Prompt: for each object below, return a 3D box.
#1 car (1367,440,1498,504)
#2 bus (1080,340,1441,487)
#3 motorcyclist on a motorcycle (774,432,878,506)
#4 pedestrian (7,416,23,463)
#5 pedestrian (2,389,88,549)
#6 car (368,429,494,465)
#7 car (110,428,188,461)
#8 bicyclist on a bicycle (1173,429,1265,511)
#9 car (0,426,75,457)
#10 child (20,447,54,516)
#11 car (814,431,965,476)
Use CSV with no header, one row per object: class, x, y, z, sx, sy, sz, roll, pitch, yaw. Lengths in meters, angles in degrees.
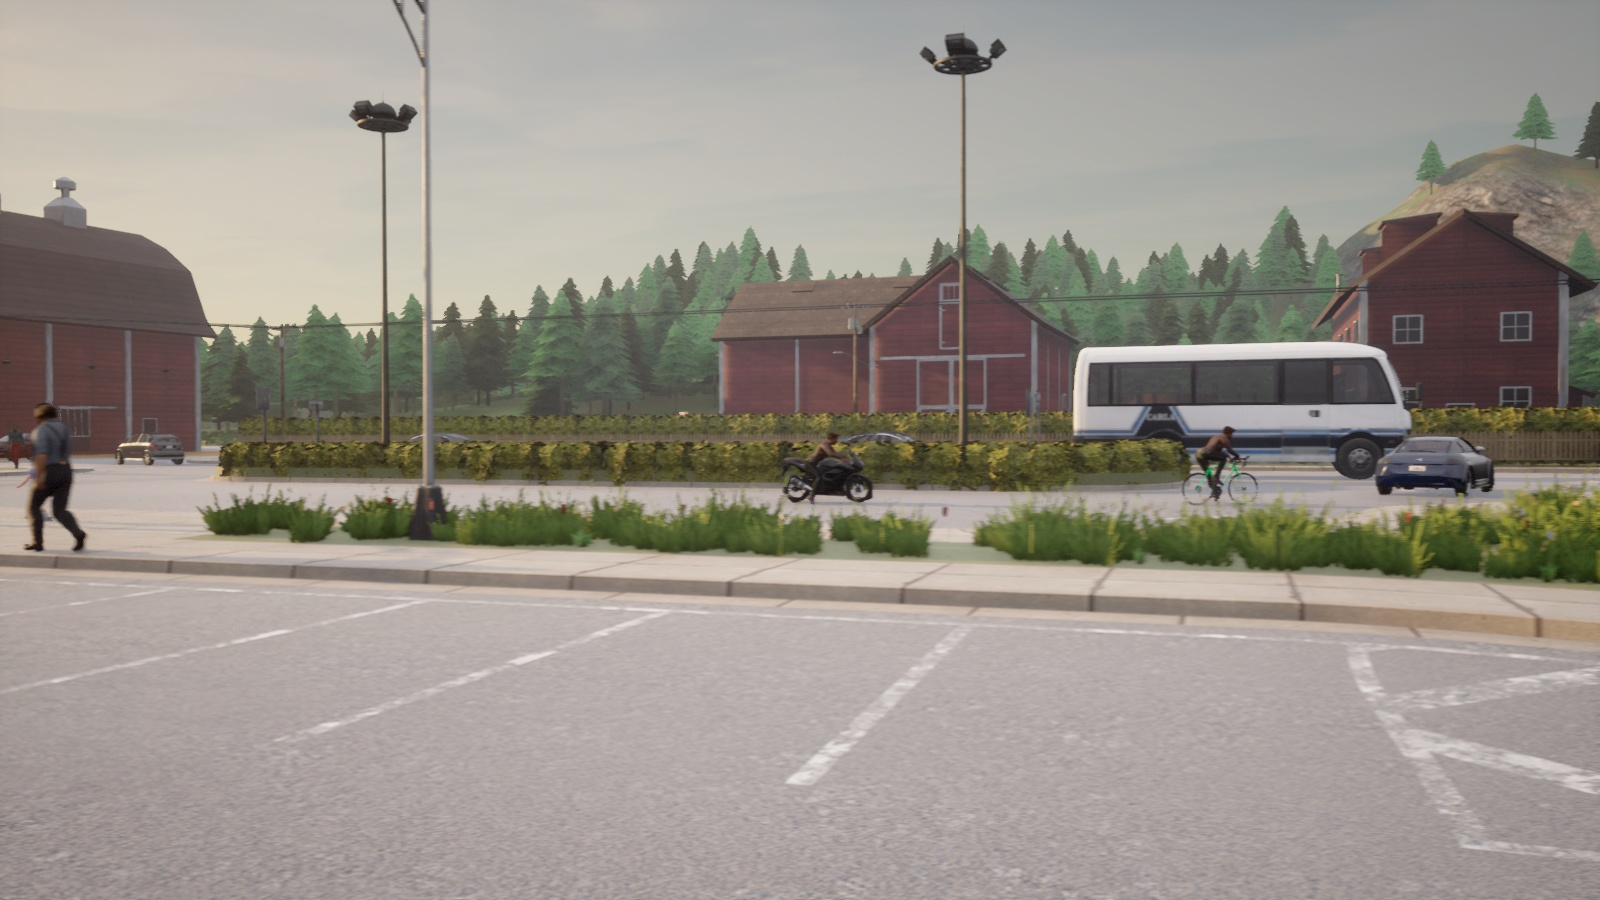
car,15.176,0.467,30.017,1.994,1.385,4.181,1,1,38
bus,14.394,-1.137,40.013,10.273,4.253,3.944,1,1,19
motorcyclist on a motorcycle,0.553,0.385,26.598,2.044,1.523,0.797,1,1,19
pedestrian,-30.628,-0.418,48.996,0.353,1.847,0.614,0,1,-16
pedestrian,-8.919,0.211,14.837,0.694,1.848,0.540,1,1,19
car,-15.959,-0.148,54.375,4.902,1.511,2.128,1,1,19
car,-31.348,-0.284,60.441,3.705,1.549,1.789,1,1,34
bicyclist on a bicycle,8.530,0.402,25.584,1.656,1.620,0.582,1,1,-6
car,-40.423,-0.479,65.290,1.882,1.535,5.008,0,1,10
child,-12.248,0.503,20.161,0.394,1.110,0.255,0,1,3
car,3.142,0.090,43.975,4.902,1.511,2.128,1,1,19
